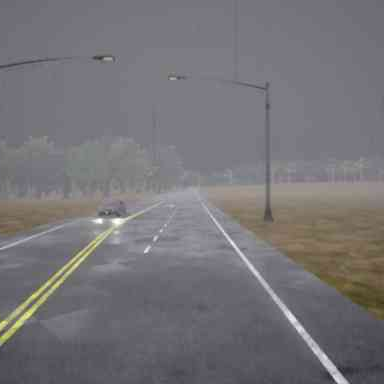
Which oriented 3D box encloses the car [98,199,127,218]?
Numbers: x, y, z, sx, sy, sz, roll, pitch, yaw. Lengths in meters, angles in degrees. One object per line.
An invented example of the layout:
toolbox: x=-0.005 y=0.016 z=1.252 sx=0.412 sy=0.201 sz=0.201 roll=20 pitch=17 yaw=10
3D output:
car: x=-7.070 y=1.424 z=29.882 sx=1.837 sy=1.490 sz=4.892 roll=0 pitch=0 yaw=-1
